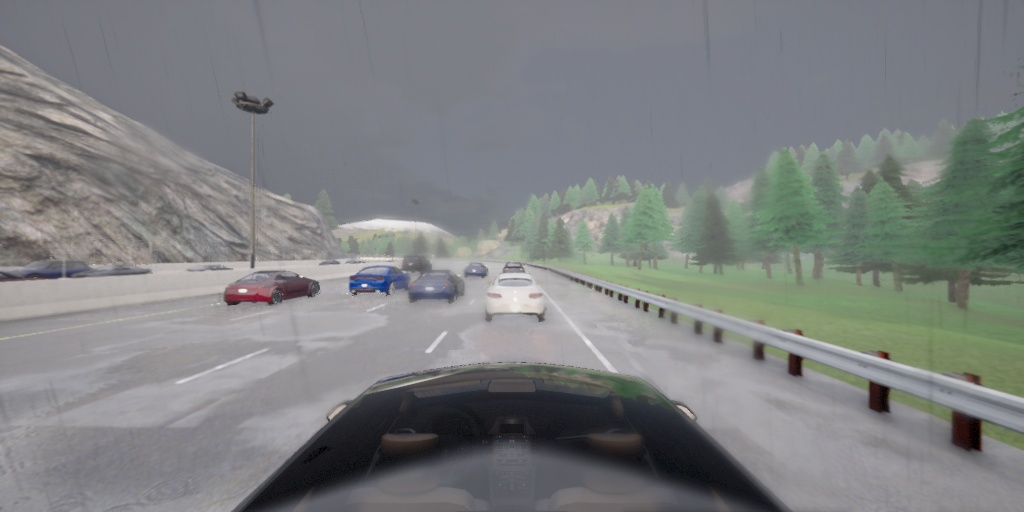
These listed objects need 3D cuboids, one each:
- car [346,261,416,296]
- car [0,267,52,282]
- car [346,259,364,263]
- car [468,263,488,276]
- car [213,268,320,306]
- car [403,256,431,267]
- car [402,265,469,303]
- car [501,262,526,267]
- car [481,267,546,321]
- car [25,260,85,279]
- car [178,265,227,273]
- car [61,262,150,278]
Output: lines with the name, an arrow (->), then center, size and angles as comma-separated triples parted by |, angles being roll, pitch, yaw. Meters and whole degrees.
car -> -6.877, 1.226, 19.196 | 1.882, 1.535, 5.008 | 0, 0, 0
car -> -24.580, 1.346, 15.971 | 1.895, 1.301, 4.718 | 0, 0, 0
car -> -24.727, 1.346, 57.056 | 1.895, 1.301, 4.718 | 0, 0, -2
car -> -3.353, 1.313, 34.153 | 1.994, 1.385, 4.181 | 0, 0, 0
car -> -10.380, 1.312, 15.841 | 1.994, 1.385, 4.181 | 0, 0, 0
car -> -10.346, 0.970, 39.175 | 2.150, 2.045, 5.566 | 0, 0, 0
car -> -3.378, 1.313, 16.729 | 1.994, 1.385, 4.181 | 0, 0, 0
car -> 0.141, 1.242, 30.250 | 2.128, 1.511, 4.902 | 0, 0, 0
car -> 0.102, 1.275, 12.325 | 1.812, 1.442, 4.674 | 0, 0, 0
car -> -31.563, 1.096, 24.352 | 2.097, 1.767, 4.553 | 0, 0, 0
car -> -21.064, 1.310, 24.670 | 1.994, 1.385, 4.181 | 0, 0, 0
car -> -28.062, 1.309, 25.306 | 1.994, 1.385, 4.181 | 0, 0, 0
